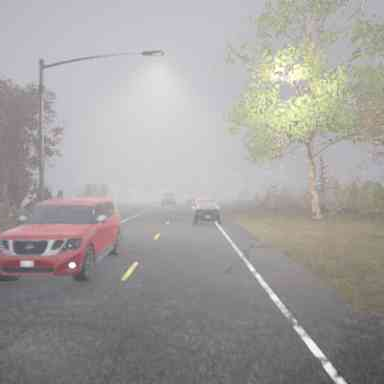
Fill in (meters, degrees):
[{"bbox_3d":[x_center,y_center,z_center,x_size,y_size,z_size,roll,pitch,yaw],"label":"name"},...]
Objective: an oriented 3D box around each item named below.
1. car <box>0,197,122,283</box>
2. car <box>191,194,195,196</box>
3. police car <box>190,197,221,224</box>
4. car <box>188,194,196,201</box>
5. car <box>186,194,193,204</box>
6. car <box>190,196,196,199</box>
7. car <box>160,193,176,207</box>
[{"bbox_3d":[-3.601,1.211,10.029,2.150,2.045,5.566,0,0,0],"label":"car"},{"bbox_3d":[1.041,1.411,40.429,1.801,1.575,5.366,0,0,0],"label":"car"},{"bbox_3d":[1.045,1.399,24.346,1.930,1.638,5.238,0,0,0],"label":"police car"},{"bbox_3d":[-0.017,1.264,78.449,1.837,1.490,4.892,0,0,0],"label":"car"},{"bbox_3d":[-0.012,1.457,59.262,1.812,1.442,4.674,0,0,0],"label":"car"},{"bbox_3d":[1.043,1.440,34.238,1.882,1.535,5.008,0,0,0],"label":"car"},{"bbox_3d":[-3.581,1.163,51.197,2.150,2.045,5.566,0,0,0],"label":"car"}]
